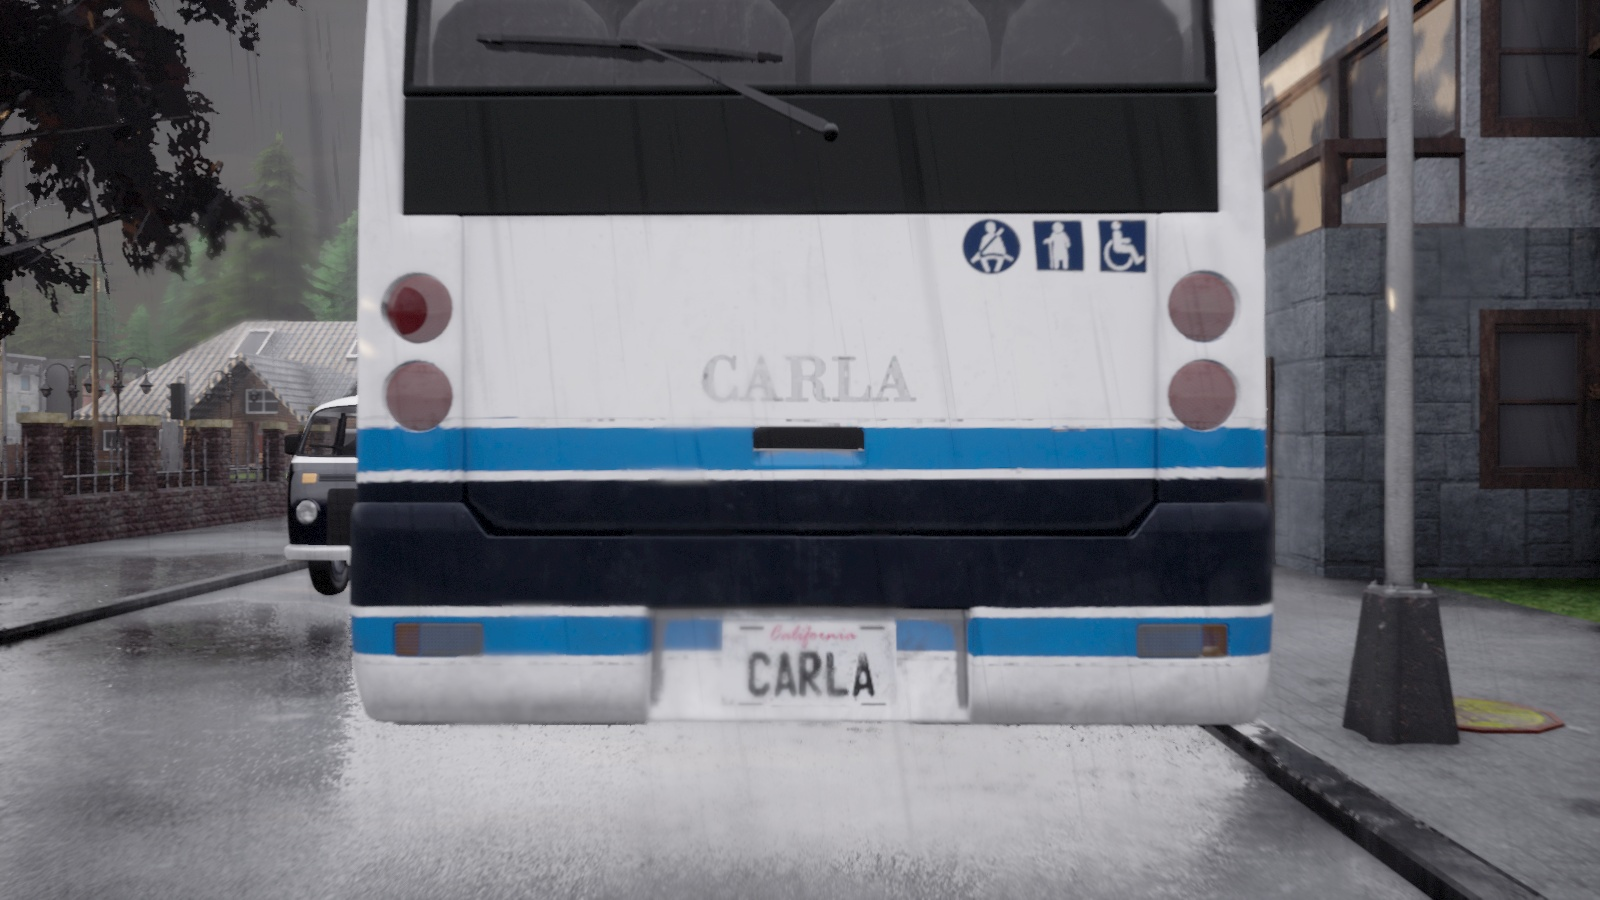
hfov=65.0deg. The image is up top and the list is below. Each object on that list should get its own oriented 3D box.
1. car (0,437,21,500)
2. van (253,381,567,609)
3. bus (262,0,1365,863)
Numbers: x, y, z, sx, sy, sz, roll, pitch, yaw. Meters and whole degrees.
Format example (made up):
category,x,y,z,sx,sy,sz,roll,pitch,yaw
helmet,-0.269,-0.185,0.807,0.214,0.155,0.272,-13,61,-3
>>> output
category,x,y,z,sx,sy,sz,roll,pitch,yaw
car,-23.198,0.477,32.449,4.856,1.649,2.033,0,0,-1
van,-3.917,0.391,13.514,2.069,2.038,4.480,0,0,-1
bus,0.112,-0.684,9.631,3.944,4.253,10.273,0,0,1
